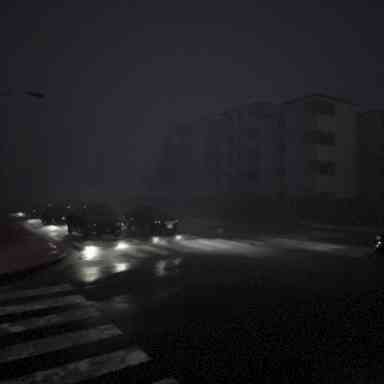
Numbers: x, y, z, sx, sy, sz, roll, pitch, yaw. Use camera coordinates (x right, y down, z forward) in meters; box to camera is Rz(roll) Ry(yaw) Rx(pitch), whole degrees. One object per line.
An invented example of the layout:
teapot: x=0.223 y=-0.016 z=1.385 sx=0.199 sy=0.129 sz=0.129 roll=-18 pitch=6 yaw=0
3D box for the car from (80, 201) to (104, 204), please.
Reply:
car: x=-7.816 y=1.749 z=28.373 sx=1.837 sy=1.490 sz=4.892 roll=1 pitch=-1 yaw=-34

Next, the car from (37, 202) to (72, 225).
car: x=-10.561 y=1.776 z=26.183 sx=1.994 sy=1.385 sz=4.181 roll=1 pitch=-1 yaw=-33

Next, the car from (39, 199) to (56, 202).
car: x=-18.306 y=1.705 z=43.937 sx=2.097 sy=1.767 sz=4.553 roll=1 pitch=-1 yaw=-35

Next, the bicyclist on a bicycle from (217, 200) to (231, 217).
bicyclist on a bicycle: x=3.068 y=1.620 z=31.844 sx=1.656 sy=1.620 sz=0.582 roll=0 pitch=0 yaw=-34

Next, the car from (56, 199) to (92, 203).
car: x=-12.846 y=1.649 z=35.914 sx=2.097 sy=1.767 sz=4.553 roll=1 pitch=-1 yaw=-34

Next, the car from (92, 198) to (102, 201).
car: x=-15.475 y=1.792 z=51.883 sx=2.097 sy=1.767 sz=4.553 roll=1 pitch=-1 yaw=-39

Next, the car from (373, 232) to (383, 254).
car: x=8.430 y=1.626 z=10.568 sx=2.128 sy=1.511 sz=4.902 roll=1 pitch=-1 yaw=-33

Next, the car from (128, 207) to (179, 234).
car: x=-2.639 y=1.681 z=20.670 sx=2.128 sy=1.511 sz=4.902 roll=1 pitch=-1 yaw=-35

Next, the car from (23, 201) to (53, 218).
car: x=-15.460 y=1.865 z=33.547 sx=1.895 sy=1.301 sz=4.718 roll=1 pitch=-1 yaw=-34

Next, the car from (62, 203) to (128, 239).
car: x=-5.584 y=1.637 z=18.689 sx=1.882 sy=1.535 sz=5.008 roll=1 pitch=-1 yaw=-34

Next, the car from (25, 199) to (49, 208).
car: x=-26.960 y=2.018 z=57.921 sx=4.181 sy=1.385 sz=1.994 roll=0 pitch=-1 yaw=36

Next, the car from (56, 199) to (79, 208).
car: x=-21.993 y=2.045 z=58.731 sx=4.181 sy=1.385 sz=1.994 roll=0 pitch=-1 yaw=40

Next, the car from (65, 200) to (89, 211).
car: x=-16.534 y=1.900 z=47.739 sx=1.837 sy=1.490 sz=4.892 roll=1 pitch=-1 yaw=-38

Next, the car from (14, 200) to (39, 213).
car: x=-21.038 y=1.886 z=41.759 sx=1.994 sy=1.385 sz=4.181 roll=1 pitch=-1 yaw=-36
